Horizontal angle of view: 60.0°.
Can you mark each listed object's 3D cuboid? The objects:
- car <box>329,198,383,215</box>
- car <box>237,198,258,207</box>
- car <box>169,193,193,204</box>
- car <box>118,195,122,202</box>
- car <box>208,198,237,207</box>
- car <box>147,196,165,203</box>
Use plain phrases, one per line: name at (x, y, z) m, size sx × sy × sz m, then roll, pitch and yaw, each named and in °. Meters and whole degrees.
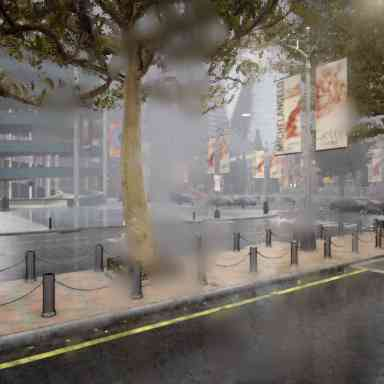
car at (16.533, 1.505, 33.913) m, size 1.837 × 1.490 × 4.892 m, roll 0°, pitch 0°, yaw -35°
car at (8.184, 1.564, 51.751) m, size 1.994 × 1.385 × 4.181 m, roll 0°, pitch 0°, yaw -35°
car at (-2.274, 1.224, 65.966) m, size 2.150 × 2.045 × 5.566 m, roll 0°, pitch 0°, yaw -41°
car at (-14.395, 1.323, 75.335) m, size 4.553 × 1.767 × 2.097 m, roll 0°, pitch 0°, yaw 26°
car at (4.358, 1.564, 51.083) m, size 1.994 × 1.385 × 4.181 m, roll 0°, pitch 0°, yaw -36°
car at (-7.502, 1.492, 66.322) m, size 4.902 × 1.511 × 2.128 m, roll 0°, pitch 0°, yaw 43°
